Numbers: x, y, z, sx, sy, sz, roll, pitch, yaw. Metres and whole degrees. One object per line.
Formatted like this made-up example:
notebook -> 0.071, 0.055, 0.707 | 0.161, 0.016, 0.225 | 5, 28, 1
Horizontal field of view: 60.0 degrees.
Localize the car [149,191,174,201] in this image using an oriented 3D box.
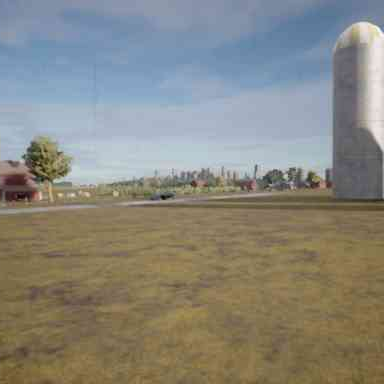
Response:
car -> -5.761, 0.763, 64.003 | 2.150, 2.045, 5.566 | 0, 1, 36
